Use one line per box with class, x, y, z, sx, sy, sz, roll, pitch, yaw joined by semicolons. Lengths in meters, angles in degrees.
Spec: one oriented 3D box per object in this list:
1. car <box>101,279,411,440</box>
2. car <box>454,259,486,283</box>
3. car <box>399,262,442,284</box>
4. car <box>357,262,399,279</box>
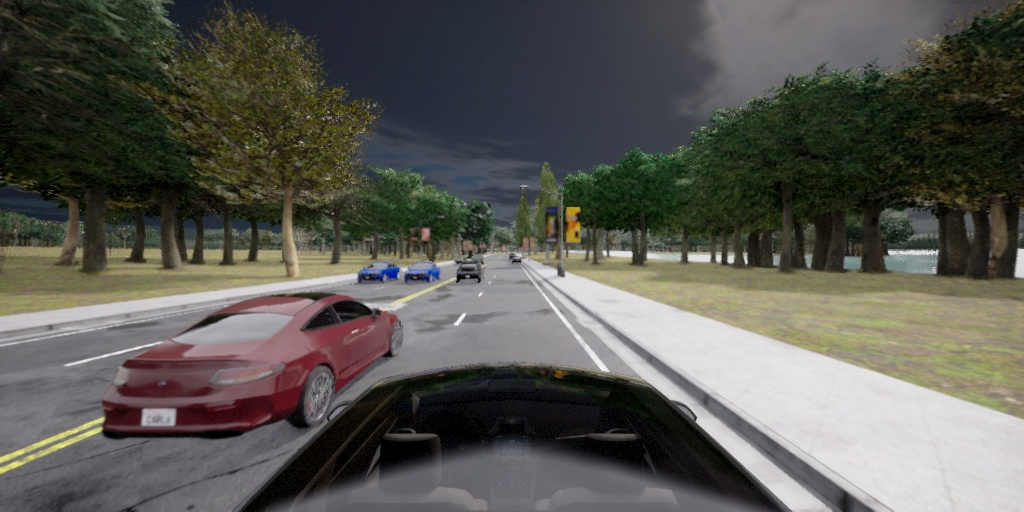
car;-3.163;1.276;5.509;1.812;1.442;4.674;0;0;0
car;-3.149;1.211;27.784;1.837;1.490;4.892;0;0;0
car;-6.594;1.187;26.905;1.882;1.535;5.008;0;0;0
car;-9.844;1.187;26.904;1.882;1.535;5.008;0;0;0
